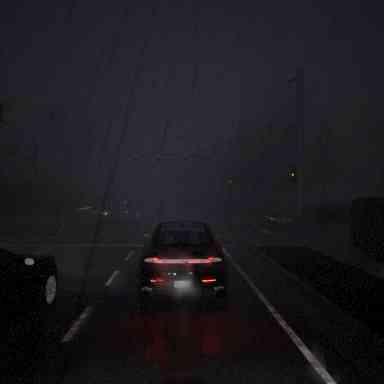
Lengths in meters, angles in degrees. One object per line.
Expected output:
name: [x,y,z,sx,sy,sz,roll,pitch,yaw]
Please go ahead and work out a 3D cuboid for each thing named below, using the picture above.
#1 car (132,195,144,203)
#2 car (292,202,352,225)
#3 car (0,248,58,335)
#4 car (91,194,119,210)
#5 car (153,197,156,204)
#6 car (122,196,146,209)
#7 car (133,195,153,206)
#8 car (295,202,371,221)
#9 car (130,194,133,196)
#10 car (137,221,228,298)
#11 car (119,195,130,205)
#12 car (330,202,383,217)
car: [-11.859,1.478,73.203,1.882,1.535,5.008,0,0,-1]
car: [9.298,1.564,23.508,4.181,1.385,1.994,0,0,0]
car: [-3.613,1.478,4.830,1.882,1.535,5.008,0,0,-2]
car: [-11.446,1.221,43.395,2.150,2.045,5.566,0,0,-2]
car: [-8.251,1.526,65.047,1.812,1.442,4.674,0,0,-1]
car: [-7.989,1.601,46.459,1.895,1.301,4.718,0,0,-1]
car: [-8.130,1.564,55.225,1.994,1.385,4.181,0,0,-1]
car: [11.388,1.547,27.192,5.357,1.411,2.033,0,0,0]
car: [-11.735,1.352,63.132,2.097,1.767,4.553,0,0,0]
car: [-0.247,1.492,8.496,2.128,1.511,4.902,0,0,-2]
car: [-11.601,1.505,53.222,1.837,1.490,4.892,0,0,-1]
car: [15.459,1.601,30.658,4.718,1.301,1.895,0,0,0]
